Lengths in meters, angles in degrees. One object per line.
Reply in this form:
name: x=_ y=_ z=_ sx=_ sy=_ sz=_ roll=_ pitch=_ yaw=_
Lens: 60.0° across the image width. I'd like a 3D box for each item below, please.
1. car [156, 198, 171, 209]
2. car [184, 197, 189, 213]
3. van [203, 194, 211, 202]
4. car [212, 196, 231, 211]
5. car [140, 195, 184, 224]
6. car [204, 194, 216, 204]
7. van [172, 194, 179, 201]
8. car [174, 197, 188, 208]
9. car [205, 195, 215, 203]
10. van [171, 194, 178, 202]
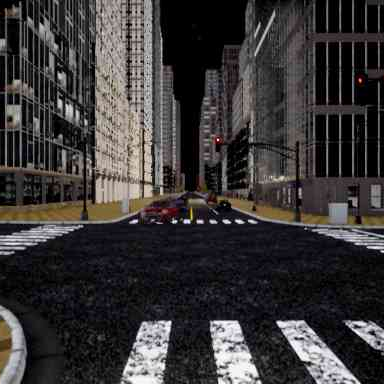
car: x=-4.053 y=1.608 z=47.279 sx=1.802 sy=1.307 sz=4.206 roll=0 pitch=0 yaw=0
car: x=-1.546 y=1.575 z=38.487 sx=2.033 sy=1.411 sz=5.357 roll=0 pitch=0 yaw=0
van: x=3.667 y=1.348 z=80.482 sx=1.690 sy=1.788 sz=3.998 roll=0 pitch=0 yaw=0
car: x=3.903 y=1.593 z=41.790 sx=1.947 sy=1.339 sz=4.313 roll=0 pitch=0 yaw=0
car: x=-2.306 y=1.379 z=25.244 sx=2.097 sy=1.767 sz=4.553 roll=0 pitch=0 yaw=11
car: x=3.747 y=1.334 z=63.899 sx=2.192 sy=1.841 sz=5.009 roll=0 pitch=0 yaw=0
van: x=-4.239 y=1.344 z=85.972 sx=1.690 sy=1.788 sz=3.998 roll=0 pitch=0 yaw=0
car: x=-1.596 y=1.551 z=49.672 sx=1.812 sy=1.442 sz=4.674 roll=0 pitch=0 yaw=0
car: x=3.721 y=1.455 z=69.427 sx=1.967 sy=1.590 sz=4.097 roll=0 pitch=0 yaw=0
van: x=-4.213 y=1.348 z=80.444 sx=1.690 sy=1.788 sz=3.998 roll=0 pitch=0 yaw=0
